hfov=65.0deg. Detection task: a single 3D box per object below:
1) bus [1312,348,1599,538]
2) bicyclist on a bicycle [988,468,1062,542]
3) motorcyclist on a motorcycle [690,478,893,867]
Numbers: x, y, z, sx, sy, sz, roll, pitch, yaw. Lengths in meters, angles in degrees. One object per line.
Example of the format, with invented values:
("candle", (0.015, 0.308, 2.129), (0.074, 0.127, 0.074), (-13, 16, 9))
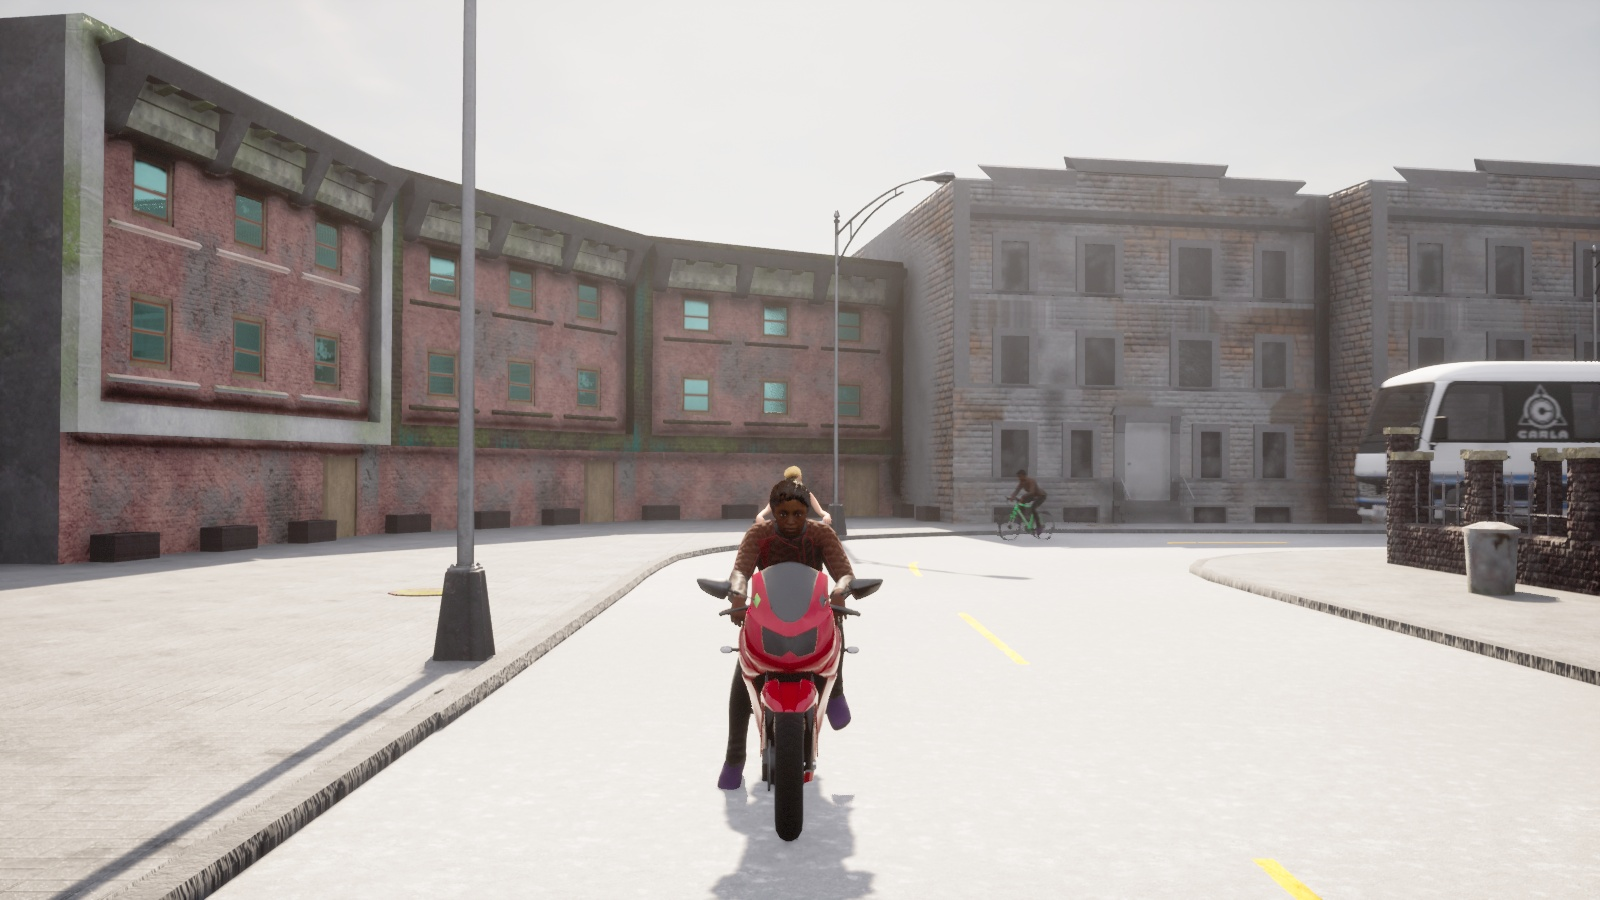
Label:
("bus", (18.276, -0.129, 30.212), (10.273, 4.253, 3.944), (0, -1, 0))
("bicyclist on a bicycle", (5.097, 1.225, 28.410), (1.656, 1.620, 0.582), (0, 0, -30))
("motorcyclist on a motorcycle", (-0.041, 0.898, 5.980), (0.797, 1.523, 2.044), (0, -1, 0))
